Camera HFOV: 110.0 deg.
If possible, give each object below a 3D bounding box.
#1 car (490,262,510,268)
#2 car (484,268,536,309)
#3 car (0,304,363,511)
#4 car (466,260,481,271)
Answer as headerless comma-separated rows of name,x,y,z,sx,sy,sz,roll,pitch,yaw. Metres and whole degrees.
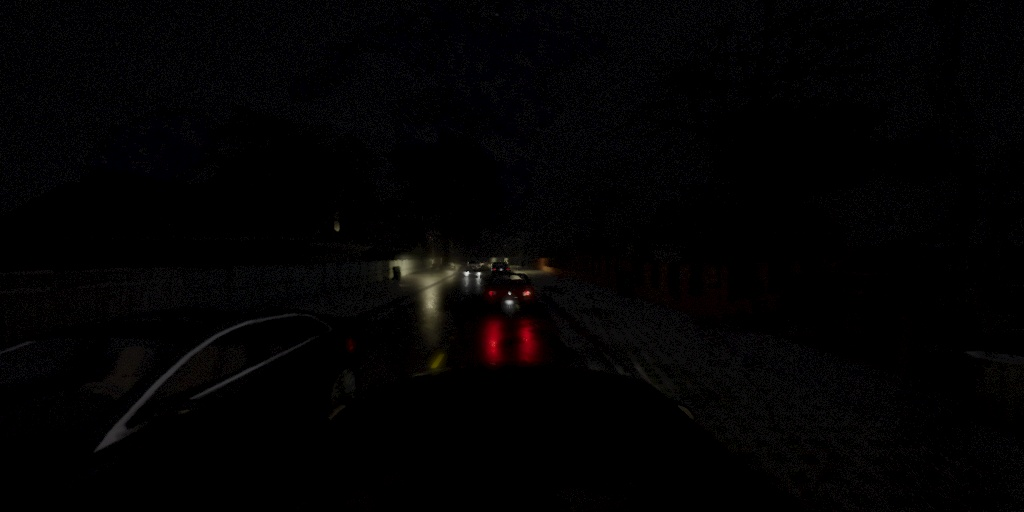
car,-1.160,1.273,35.053,2.033,1.411,5.357,0,0,-4
car,-0.136,1.337,14.793,1.895,1.301,4.718,0,0,-2
car,-2.884,1.240,2.849,2.128,1.511,4.902,0,0,0
car,-5.080,1.258,47.559,1.812,1.442,4.674,0,0,-6
